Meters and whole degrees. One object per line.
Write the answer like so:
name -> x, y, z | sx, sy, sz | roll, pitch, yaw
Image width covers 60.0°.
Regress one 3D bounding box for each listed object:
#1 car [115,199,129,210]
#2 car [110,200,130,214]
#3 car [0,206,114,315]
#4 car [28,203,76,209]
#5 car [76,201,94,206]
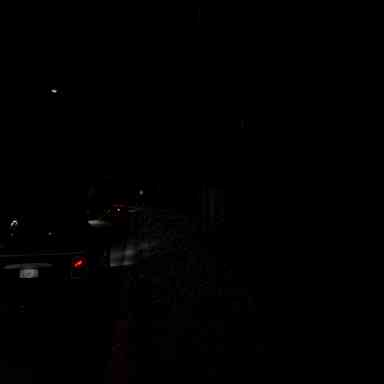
car -> -10.089, 1.790, 48.303 | 1.895, 1.301, 4.718 | 0, 0, -10
car -> -8.258, 1.647, 37.995 | 1.837, 1.490, 4.892 | 0, 0, -9
car -> -3.068, 1.379, 7.621 | 2.097, 1.767, 4.553 | 0, 0, -10
car -> -7.574, 1.433, 17.014 | 2.097, 1.767, 4.553 | 0, 0, -10
car -> -9.784, 1.607, 29.845 | 1.882, 1.535, 5.008 | 0, 0, -10
